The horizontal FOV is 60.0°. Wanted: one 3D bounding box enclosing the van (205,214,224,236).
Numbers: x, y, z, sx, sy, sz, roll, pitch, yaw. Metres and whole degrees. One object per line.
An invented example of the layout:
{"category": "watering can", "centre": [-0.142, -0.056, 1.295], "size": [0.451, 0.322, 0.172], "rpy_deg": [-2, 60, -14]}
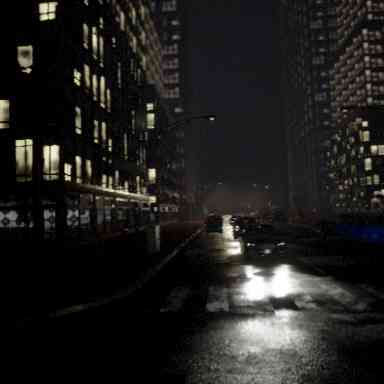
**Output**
{"category": "van", "centre": [2.104, 3.078, 30.687], "size": [1.690, 1.788, 3.998], "rpy_deg": [-2, -3, 5]}

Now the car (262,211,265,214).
{"category": "car", "centre": [12.502, 4.130, 51.946], "size": [1.887, 1.381, 4.507], "rpy_deg": [-2, -3, 5]}

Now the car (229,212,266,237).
{"category": "car", "centre": [4.310, 2.763, 26.508], "size": [2.097, 1.767, 4.553], "rpy_deg": [-2, -3, 5]}

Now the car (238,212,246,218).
{"category": "car", "centre": [13.196, 6.197, 88.399], "size": [1.812, 1.442, 4.674], "rpy_deg": [-2, -3, 5]}

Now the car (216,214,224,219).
{"category": "car", "centre": [7.245, 6.330, 85.746], "size": [1.802, 1.307, 4.206], "rpy_deg": [-2, -3, 5]}

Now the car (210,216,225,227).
{"category": "car", "centre": [3.651, 4.207, 47.195], "size": [1.947, 1.339, 4.313], "rpy_deg": [-2, -3, 5]}

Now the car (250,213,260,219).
{"category": "car", "centre": [15.069, 5.640, 79.483], "size": [2.008, 1.369, 4.403], "rpy_deg": [-2, -3, 5]}

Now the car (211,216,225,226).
{"category": "car", "centre": [4.164, 4.493, 52.703], "size": [2.008, 1.369, 4.403], "rpy_deg": [-2, -3, 5]}

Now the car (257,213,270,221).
{"category": "car", "centre": [13.530, 4.753, 62.960], "size": [1.947, 1.339, 4.313], "rpy_deg": [-2, -3, 5]}

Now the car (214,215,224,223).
{"category": "car", "centre": [5.192, 5.126, 63.716], "size": [1.802, 1.307, 4.206], "rpy_deg": [-2, -3, 5]}

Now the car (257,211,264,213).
{"category": "car", "centre": [13.008, 4.202, 57.468], "size": [2.192, 1.841, 5.009], "rpy_deg": [-2, -3, 5]}

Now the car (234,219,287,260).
{"category": "car", "centre": [3.364, 2.344, 16.311], "size": [2.128, 1.511, 4.902], "rpy_deg": [-2, -3, 5]}

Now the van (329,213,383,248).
{"category": "van", "centre": [9.529, 2.113, 18.909], "size": [1.690, 1.788, 3.998], "rpy_deg": [-2, -3, 5]}

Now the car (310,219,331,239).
{"category": "car", "centre": [9.959, 2.622, 24.411], "size": [1.887, 1.381, 4.507], "rpy_deg": [-2, -3, 5]}

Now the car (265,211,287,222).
{"category": "car", "centre": [11.981, 3.600, 46.452], "size": [2.192, 1.841, 5.009], "rpy_deg": [-2, -3, 5]}

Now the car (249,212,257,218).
{"category": "car", "centre": [15.597, 5.925, 85.161], "size": [1.752, 1.417, 4.829], "rpy_deg": [-2, -3, 5]}
